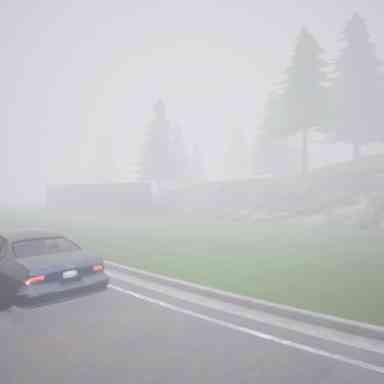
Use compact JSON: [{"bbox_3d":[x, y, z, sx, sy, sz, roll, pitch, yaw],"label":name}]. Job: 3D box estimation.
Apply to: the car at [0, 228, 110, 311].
[{"bbox_3d":[-4.074,1.573,7.877,5.357,1.411,2.033,0,0,44],"label":"car"}]
